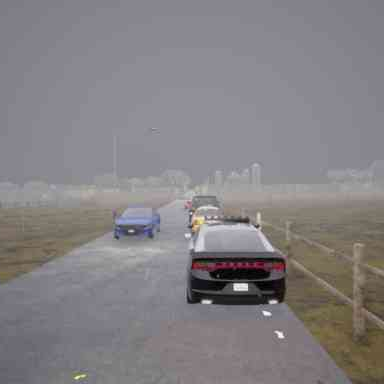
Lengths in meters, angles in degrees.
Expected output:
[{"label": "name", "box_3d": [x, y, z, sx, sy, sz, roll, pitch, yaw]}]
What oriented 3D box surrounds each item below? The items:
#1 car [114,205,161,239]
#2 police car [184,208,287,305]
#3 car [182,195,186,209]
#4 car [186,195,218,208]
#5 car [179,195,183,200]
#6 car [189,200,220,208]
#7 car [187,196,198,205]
[{"label": "car", "box_3d": [-2.714, 1.479, 17.387, 1.882, 1.535, 5.008, 0, 0, 0]}, {"label": "police car", "box_3d": [0.843, 1.425, 8.282, 1.930, 1.638, 5.238, 0, 0, 0]}, {"label": "car", "box_3d": [0.117, 1.367, 45.417, 2.097, 1.767, 4.553, 0, 0, 1]}, {"label": "car", "box_3d": [0.877, 1.228, 24.203, 2.150, 2.045, 5.566, 0, 0, 0]}, {"label": "car", "box_3d": [-2.562, 1.555, 88.268, 1.895, 1.301, 4.718, 0, 0, 0]}, {"label": "car", "box_3d": [0.864, 1.457, 18.363, 1.801, 1.575, 5.366, 0, 0, 0]}, {"label": "car", "box_3d": [0.124, 1.543, 58.423, 1.812, 1.442, 4.674, 0, 0, 0]}]
